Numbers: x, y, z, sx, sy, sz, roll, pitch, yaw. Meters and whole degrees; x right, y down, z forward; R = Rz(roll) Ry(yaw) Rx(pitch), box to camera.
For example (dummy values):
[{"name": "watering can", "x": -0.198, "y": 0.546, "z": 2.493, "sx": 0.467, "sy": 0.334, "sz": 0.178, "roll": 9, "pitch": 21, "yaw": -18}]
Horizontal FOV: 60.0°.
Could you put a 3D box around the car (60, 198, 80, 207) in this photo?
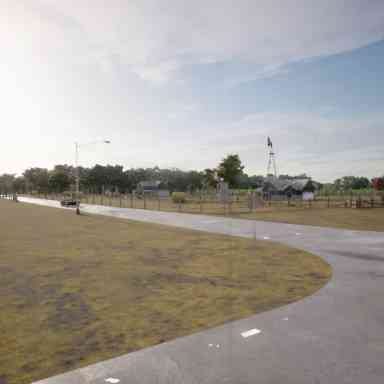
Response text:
[{"name": "car", "x": -18.401, "y": 1.568, "z": 50.116, "sx": 1.895, "sy": 1.301, "sz": 4.718, "roll": -1, "pitch": 1, "yaw": -35}]
